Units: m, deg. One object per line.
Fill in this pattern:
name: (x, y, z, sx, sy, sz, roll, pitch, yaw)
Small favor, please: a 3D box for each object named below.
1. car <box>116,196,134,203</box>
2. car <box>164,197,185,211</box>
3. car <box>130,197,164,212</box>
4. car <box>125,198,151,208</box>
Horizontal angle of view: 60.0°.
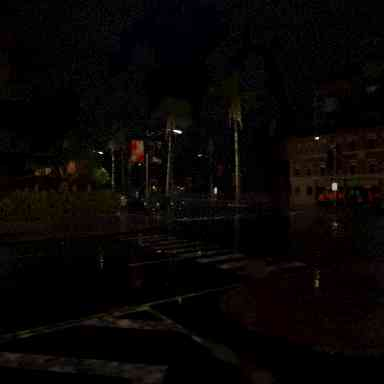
car: (-13.861, 1.522, 68.716, 1.812, 1.442, 4.674, 0, 0, -39)
car: (-2.729, 1.352, 40.929, 2.097, 1.767, 4.553, 0, 0, -35)
car: (-5.563, 1.352, 38.869, 2.097, 1.767, 4.553, 0, 0, -35)
car: (-7.898, 1.601, 48.287, 1.895, 1.301, 4.718, 0, 0, -35)
